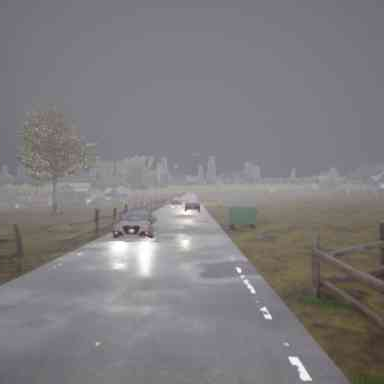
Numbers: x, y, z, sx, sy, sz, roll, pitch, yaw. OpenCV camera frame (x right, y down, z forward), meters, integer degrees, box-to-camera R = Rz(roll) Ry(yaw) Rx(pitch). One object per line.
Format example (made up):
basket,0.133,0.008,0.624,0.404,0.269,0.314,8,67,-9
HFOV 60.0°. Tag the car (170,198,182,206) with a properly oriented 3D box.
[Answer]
car,-2.773,1.743,59.437,2.033,1.411,5.357,0,0,1

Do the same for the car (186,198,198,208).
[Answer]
car,0.008,1.699,51.212,1.812,1.442,4.674,0,0,0

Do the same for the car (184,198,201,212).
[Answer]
car,0.071,1.620,40.484,1.882,1.535,5.008,0,0,1

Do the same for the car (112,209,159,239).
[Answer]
car,-2.848,1.626,17.597,1.994,1.385,4.181,0,0,0
